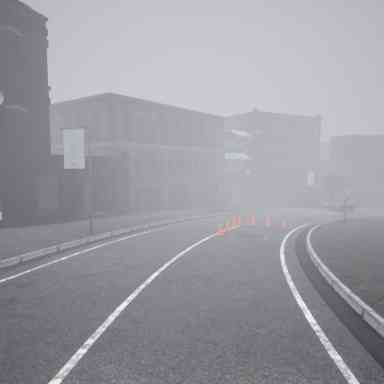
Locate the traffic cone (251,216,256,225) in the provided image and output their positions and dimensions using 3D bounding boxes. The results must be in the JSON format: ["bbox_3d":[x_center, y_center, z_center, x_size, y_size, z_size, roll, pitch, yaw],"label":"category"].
[{"bbox_3d":[4.209,1.957,22.709,0.340,0.580,0.340,2,1,17],"label":"traffic cone"}]

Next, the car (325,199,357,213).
[{"bbox_3d":[19.208,1.652,42.897,4.553,1.767,2.097,2,3,-34],"label":"car"}]

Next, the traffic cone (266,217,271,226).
[{"bbox_3d":[5.163,1.992,22.414,0.340,0.580,0.340,2,1,17],"label":"traffic cone"}]

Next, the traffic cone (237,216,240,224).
[{"bbox_3d":[2.664,1.924,21.107,0.340,0.580,0.340,2,1,17],"label":"traffic cone"}]

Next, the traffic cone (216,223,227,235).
[{"bbox_3d":[1.464,1.925,17.292,0.340,0.580,0.340,2,0,17],"label":"traffic cone"}]

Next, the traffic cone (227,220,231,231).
[{"bbox_3d":[2.064,1.925,19.200,0.340,0.580,0.340,2,1,18],"label":"traffic cone"}]
